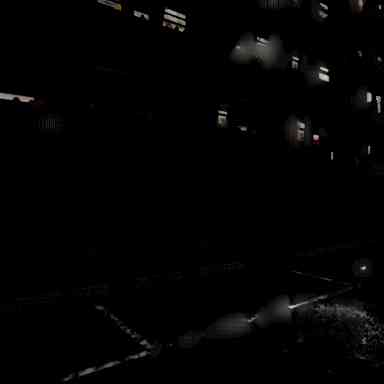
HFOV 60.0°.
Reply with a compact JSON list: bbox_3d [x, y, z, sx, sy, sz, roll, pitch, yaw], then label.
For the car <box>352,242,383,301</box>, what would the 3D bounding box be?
[{"bbox_3d":[5.354,1.564,7.211,4.181,1.385,1.994,0,0,-36],"label":"car"}]
